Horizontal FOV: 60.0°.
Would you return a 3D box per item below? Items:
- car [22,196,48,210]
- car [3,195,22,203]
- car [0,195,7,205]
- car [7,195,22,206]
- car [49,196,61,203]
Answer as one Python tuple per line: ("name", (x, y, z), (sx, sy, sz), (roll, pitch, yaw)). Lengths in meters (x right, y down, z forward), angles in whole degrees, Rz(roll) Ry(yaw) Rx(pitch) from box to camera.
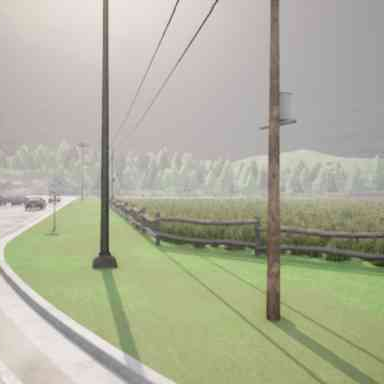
("car", (-18.448, 1.318, 39.393), (1.812, 1.442, 4.674), (0, 0, -17))
("car", (-32.253, 1.209, 59.912), (2.033, 1.411, 5.357), (0, 0, -17))
("car", (-29.163, 1.211, 49.961), (1.837, 1.490, 4.892), (0, 0, -17))
("car", (-25.029, 1.279, 48.787), (2.033, 1.411, 5.357), (0, 0, -17))
("car", (-25.497, 1.292, 62.097), (1.895, 1.301, 4.718), (0, 0, -17))
